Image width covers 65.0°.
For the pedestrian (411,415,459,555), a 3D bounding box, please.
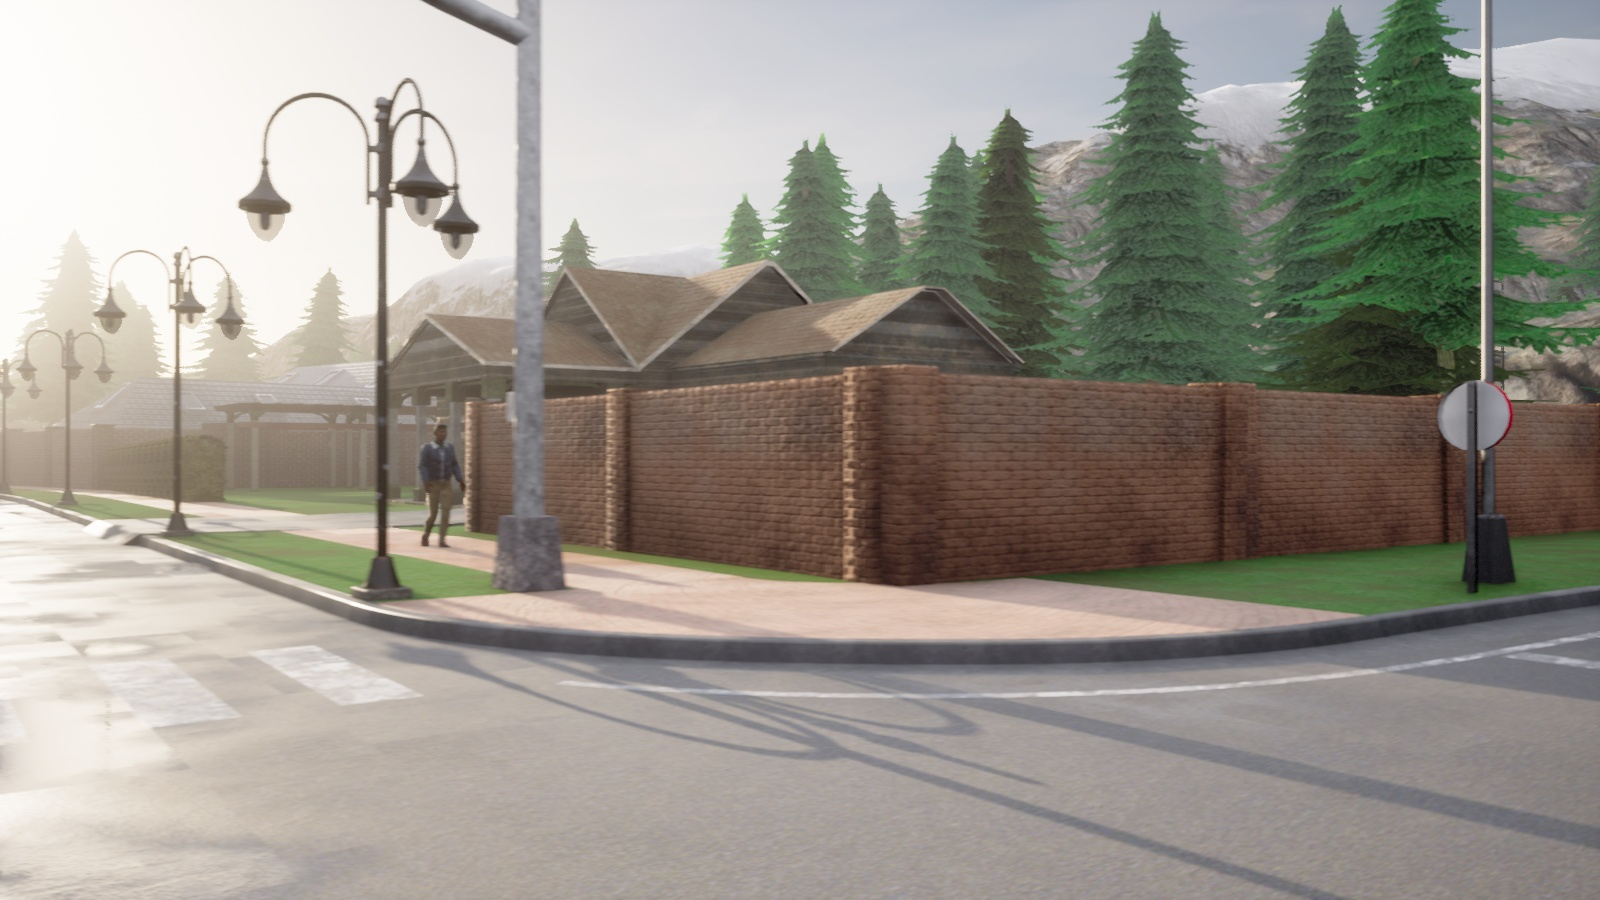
[{"bbox_3d":[-5.198,0.491,17.875,0.423,1.949,0.788,0,0,-35],"label":"pedestrian"}]
